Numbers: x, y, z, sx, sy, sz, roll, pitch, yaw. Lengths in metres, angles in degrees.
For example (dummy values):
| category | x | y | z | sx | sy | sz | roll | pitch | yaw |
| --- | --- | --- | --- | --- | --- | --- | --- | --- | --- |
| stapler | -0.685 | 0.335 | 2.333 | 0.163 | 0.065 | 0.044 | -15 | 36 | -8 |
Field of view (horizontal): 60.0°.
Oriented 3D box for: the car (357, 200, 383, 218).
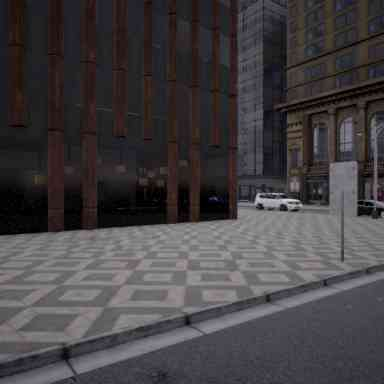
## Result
| category | x | y | z | sx | sy | sz | roll | pitch | yaw |
| --- | --- | --- | --- | --- | --- | --- | --- | --- | --- |
| car | 15.427 | 1.454 | 28.688 | 1.837 | 1.490 | 4.892 | 0 | 0 | -37 |

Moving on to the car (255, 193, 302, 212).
| category | x | y | z | sx | sy | sz | roll | pitch | yaw |
| --- | --- | --- | --- | --- | --- | --- | --- | --- | --- |
| car | 9.481 | 1.144 | 37.050 | 2.150 | 2.045 | 5.566 | 0 | 0 | -36 |
